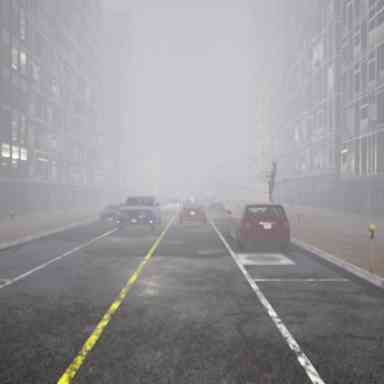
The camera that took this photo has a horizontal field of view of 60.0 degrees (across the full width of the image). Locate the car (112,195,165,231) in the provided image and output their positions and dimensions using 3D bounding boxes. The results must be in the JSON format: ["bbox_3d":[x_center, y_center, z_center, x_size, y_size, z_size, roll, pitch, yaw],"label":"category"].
[{"bbox_3d":[-3.148,1.201,20.809,2.150,2.045,5.566,0,0,0],"label":"car"}]

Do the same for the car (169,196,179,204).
[{"bbox_3d":[-3.176,1.488,60.178,1.895,1.301,4.718,0,0,0],"label":"car"}]

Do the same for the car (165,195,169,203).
[{"bbox_3d":[-5.822,1.439,59.687,2.008,1.369,4.403,0,0,0],"label":"car"}]

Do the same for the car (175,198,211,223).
[{"bbox_3d":[0.044,1.476,24.985,2.163,1.488,4.792,0,0,0],"label":"car"}]

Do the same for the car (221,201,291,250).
[{"bbox_3d":[2.659,1.303,14.123,2.192,1.841,5.009,0,0,0],"label":"car"}]

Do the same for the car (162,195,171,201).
[{"bbox_3d":[-5.859,1.359,76.608,1.752,1.417,4.829,0,0,0],"label":"car"}]

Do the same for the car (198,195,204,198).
[{"bbox_3d":[0.005,1.440,42.113,2.163,1.488,4.792,0,0,0],"label":"car"}]

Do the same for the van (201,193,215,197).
[{"bbox_3d":[2.584,1.262,48.308,1.690,1.788,3.998,0,0,0],"label":"van"}]

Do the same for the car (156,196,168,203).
[{"bbox_3d":[-5.835,1.437,65.383,1.947,1.339,4.313,0,0,0],"label":"car"}]

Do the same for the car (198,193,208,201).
[{"bbox_3d":[2.521,1.149,76.795,2.192,1.841,5.009,0,0,0],"label":"car"}]

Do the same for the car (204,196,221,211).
[{"bbox_3d":[2.609,1.494,36.916,1.887,1.381,4.507,0,0,0],"label":"car"}]

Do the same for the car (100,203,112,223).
[{"bbox_3d":[-5.747,1.537,25.502,1.947,1.339,4.313,0,0,0],"label":"car"}]
